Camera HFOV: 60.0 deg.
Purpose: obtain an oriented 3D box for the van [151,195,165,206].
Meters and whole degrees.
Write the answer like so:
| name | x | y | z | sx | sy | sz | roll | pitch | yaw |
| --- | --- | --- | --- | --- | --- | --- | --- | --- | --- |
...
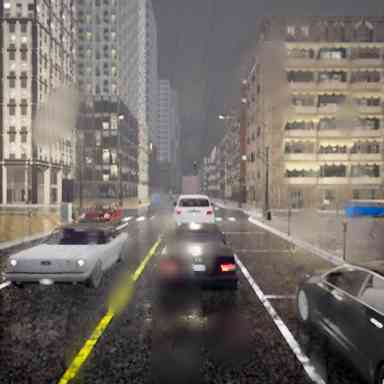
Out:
| name | x | y | z | sx | sy | sz | roll | pitch | yaw |
| --- | --- | --- | --- | --- | --- | --- | --- | --- | --- |
| van | -5.730 | 1.311 | 53.705 | 1.690 | 1.788 | 3.998 | 0 | 0 | 0 |

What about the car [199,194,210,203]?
| name | x | y | z | sx | sy | sz | roll | pitch | yaw |
| --- | --- | --- | --- | --- | --- | --- | --- | --- | --- |
| car | 2.638 | 1.283 | 70.365 | 2.192 | 1.841 | 5.009 | 0 | 0 | 0 |

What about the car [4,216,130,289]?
| name | x | y | z | sx | sy | sz | roll | pitch | yaw |
| --- | --- | --- | --- | --- | --- | --- | --- | --- | --- |
| car | -3.084 | 1.593 | 9.256 | 1.895 | 1.301 | 4.718 | 0 | 0 | 0 |

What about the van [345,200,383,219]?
| name | x | y | z | sx | sy | sz | roll | pitch | yaw |
| --- | --- | --- | --- | --- | --- | --- | --- | --- | --- |
| van | 16.907 | 1.681 | 31.980 | 3.998 | 1.788 | 1.690 | 1 | -1 | 0 |

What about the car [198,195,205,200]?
| name | x | y | z | sx | sy | sz | roll | pitch | yaw |
| --- | --- | --- | --- | --- | --- | --- | --- | --- | --- |
| car | 2.622 | 1.520 | 92.568 | 2.008 | 1.369 | 4.403 | 0 | 0 | 0 |

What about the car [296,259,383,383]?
| name | x | y | z | sx | sy | sz | roll | pitch | yaw |
| --- | --- | --- | --- | --- | --- | --- | --- | --- | --- |
| car | 2.687 | 1.547 | 4.290 | 2.008 | 1.369 | 4.403 | 0 | 0 | 0 |

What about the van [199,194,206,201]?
| name | x | y | z | sx | sy | sz | roll | pitch | yaw |
| --- | --- | --- | --- | --- | --- | --- | --- | --- | --- |
| van | 2.626 | 1.309 | 87.017 | 1.690 | 1.788 | 3.998 | 0 | 0 | 0 |

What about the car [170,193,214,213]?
| name | x | y | z | sx | sy | sz | roll | pitch | yaw |
| --- | --- | --- | --- | --- | --- | --- | --- | --- | --- |
| car | 0.092 | 1.207 | 19.316 | 2.150 | 2.045 | 5.566 | 0 | 0 | 0 |

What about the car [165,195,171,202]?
| name | x | y | z | sx | sy | sz | roll | pitch | yaw |
| --- | --- | --- | --- | --- | --- | --- | --- | --- | --- |
| car | -5.746 | 1.493 | 75.738 | 1.752 | 1.417 | 4.829 | 0 | 0 | 0 |

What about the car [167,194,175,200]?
| name | x | y | z | sx | sy | sz | roll | pitch | yaw |
| --- | --- | --- | --- | --- | --- | --- | --- | --- | --- |
| car | -5.758 | 1.409 | 92.561 | 1.967 | 1.590 | 4.097 | 0 | 0 | 0 |

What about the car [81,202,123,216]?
| name | x | y | z | sx | sy | sz | roll | pitch | yaw |
| --- | --- | --- | --- | --- | --- | --- | --- | --- | --- |
| car | -5.706 | 1.425 | 21.230 | 1.967 | 1.590 | 4.097 | 0 | 0 | 0 |

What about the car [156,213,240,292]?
| name | x | y | z | sx | sy | sz | roll | pitch | yaw |
| --- | --- | --- | --- | --- | --- | --- | --- | --- | --- |
| car | 0.098 | 1.540 | 9.065 | 2.033 | 1.411 | 5.357 | 0 | 0 | -1 |
